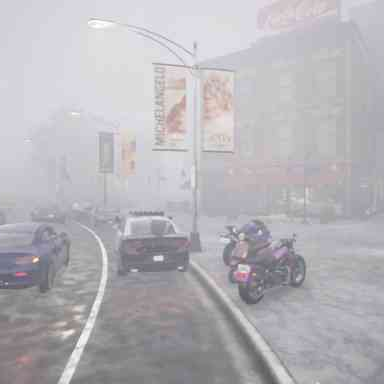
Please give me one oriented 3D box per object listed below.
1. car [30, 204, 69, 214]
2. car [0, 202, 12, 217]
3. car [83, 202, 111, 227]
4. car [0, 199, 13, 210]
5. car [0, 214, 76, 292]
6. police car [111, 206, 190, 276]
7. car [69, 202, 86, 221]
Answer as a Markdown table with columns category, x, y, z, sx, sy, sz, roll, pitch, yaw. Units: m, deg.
| category | x | y | z | sx | sy | sz | roll | pitch | yaw |
| --- | --- | --- | --- | --- | --- | --- | --- | --- | --- |
| car | -10.409 | 1.559 | 23.809 | 1.994 | 1.385 | 4.181 | 0 | 0 | -31 |
| car | -11.601 | 1.541 | 18.841 | 2.033 | 1.411 | 5.357 | 0 | 0 | -26 |
| car | -5.974 | 1.594 | 22.681 | 1.895 | 1.301 | 4.718 | 0 | 0 | -24 |
| car | -21.881 | 1.464 | 37.268 | 5.008 | 1.535 | 1.882 | 0 | 0 | 40 |
| car | -4.359 | 1.524 | 8.629 | 1.812 | 1.442 | 4.674 | 0 | 0 | -12 |
| police car | -1.474 | 1.425 | 10.678 | 1.930 | 1.638 | 5.238 | 0 | 0 | -15 |
| car | -8.999 | 1.517 | 27.549 | 2.002 | 1.452 | 4.674 | 0 | 0 | -34 |
